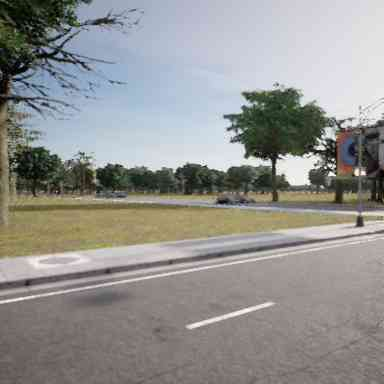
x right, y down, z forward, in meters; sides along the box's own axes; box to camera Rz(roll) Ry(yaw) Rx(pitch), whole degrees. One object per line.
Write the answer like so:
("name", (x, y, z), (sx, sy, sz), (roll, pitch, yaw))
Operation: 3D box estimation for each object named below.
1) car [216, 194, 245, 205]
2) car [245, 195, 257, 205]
("car", (5.902, 1.266, 54.110), (2.097, 1.767, 4.553), (0, 0, -36))
("car", (8.680, 1.269, 55.829), (2.097, 1.767, 4.553), (0, 0, -36))
